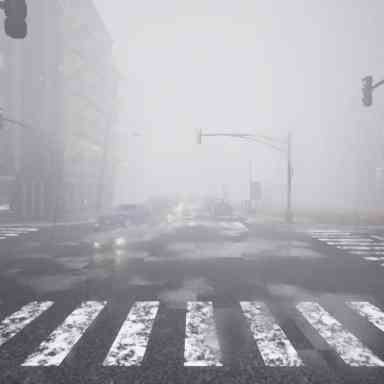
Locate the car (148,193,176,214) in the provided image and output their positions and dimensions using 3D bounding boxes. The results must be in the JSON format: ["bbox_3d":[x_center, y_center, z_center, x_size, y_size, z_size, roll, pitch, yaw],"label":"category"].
[{"bbox_3d":[-3.078,1.321,35.169,2.097,1.767,4.553,0,0,0],"label":"car"}]

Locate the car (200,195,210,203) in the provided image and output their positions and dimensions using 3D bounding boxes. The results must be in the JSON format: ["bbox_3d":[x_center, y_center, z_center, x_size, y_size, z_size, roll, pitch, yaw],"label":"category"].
[{"bbox_3d":[2.683,1.353,69.490,1.967,1.590,4.097,-1,0,0],"label":"car"}]

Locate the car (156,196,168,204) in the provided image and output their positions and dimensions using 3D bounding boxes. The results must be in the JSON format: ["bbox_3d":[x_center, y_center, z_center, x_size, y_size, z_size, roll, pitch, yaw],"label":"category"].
[{"bbox_3d":[-5.672,1.470,63.814,1.887,1.381,4.507,-1,0,0],"label":"car"}]

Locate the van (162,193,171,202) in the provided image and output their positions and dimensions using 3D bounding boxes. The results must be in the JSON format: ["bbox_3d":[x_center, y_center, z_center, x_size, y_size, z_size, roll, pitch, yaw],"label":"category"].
[{"bbox_3d":[-5.670,1.242,75.108,1.690,1.788,3.998,-1,0,0],"label":"van"}]

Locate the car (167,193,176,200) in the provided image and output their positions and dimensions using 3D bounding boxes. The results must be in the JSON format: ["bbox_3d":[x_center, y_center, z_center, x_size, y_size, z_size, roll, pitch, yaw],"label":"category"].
[{"bbox_3d":[-5.662,1.173,92.047,2.192,1.841,5.009,-1,0,0],"label":"car"}]

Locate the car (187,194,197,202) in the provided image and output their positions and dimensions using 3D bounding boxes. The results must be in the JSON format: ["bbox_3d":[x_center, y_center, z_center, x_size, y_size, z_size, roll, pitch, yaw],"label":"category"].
[{"bbox_3d":[0.061,1.264,70.995,2.097,1.767,4.553,0,0,0],"label":"car"}]

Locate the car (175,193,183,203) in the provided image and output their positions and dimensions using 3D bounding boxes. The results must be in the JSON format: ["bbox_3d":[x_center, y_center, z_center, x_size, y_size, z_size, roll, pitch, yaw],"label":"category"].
[{"bbox_3d":[-2.971,1.151,65.043,2.150,2.045,5.566,0,0,0],"label":"car"}]

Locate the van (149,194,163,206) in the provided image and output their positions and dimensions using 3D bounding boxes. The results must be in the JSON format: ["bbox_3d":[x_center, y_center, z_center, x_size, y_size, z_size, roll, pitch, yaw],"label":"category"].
[{"bbox_3d":[-5.680,1.286,52.523,1.690,1.788,3.998,-1,0,0],"label":"van"}]

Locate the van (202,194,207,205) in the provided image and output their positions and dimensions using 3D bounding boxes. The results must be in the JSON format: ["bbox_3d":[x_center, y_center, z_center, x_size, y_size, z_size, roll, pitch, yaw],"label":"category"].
[{"bbox_3d":[2.665,1.295,46.906,1.690,1.788,3.998,-1,0,0],"label":"van"}]

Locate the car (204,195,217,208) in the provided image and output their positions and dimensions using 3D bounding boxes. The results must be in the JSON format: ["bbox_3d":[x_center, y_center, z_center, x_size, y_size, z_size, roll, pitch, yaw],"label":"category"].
[{"bbox_3d":[2.661,1.410,35.614,1.967,1.590,4.097,-1,0,0],"label":"car"}]

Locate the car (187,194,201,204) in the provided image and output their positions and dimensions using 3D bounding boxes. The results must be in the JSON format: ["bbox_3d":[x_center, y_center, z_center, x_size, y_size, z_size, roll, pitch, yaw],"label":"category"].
[{"bbox_3d":[0.129,1.479,60.369,2.033,1.411,5.357,0,0,0],"label":"car"}]

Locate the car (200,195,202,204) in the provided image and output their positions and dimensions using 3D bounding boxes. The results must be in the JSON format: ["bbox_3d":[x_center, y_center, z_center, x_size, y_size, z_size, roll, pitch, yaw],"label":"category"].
[{"bbox_3d":[2.670,1.490,52.552,1.887,1.381,4.507,-1,0,0],"label":"car"}]

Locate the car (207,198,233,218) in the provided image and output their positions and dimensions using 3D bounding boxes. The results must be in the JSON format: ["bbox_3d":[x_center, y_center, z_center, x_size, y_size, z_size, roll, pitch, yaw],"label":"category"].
[{"bbox_3d":[2.660,1.522,29.969,1.887,1.381,4.507,-1,0,0],"label":"car"}]

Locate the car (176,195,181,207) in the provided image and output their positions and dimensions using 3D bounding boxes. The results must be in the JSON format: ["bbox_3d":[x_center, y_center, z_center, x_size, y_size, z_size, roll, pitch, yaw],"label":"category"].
[{"bbox_3d":[-3.064,1.515,48.884,1.994,1.385,4.181,0,0,0],"label":"car"}]

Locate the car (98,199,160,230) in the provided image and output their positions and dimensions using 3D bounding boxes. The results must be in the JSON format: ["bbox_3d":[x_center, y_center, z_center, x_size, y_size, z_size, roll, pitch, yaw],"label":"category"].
[{"bbox_3d":[-4.104,1.464,21.449,1.882,1.535,5.008,1,0,17],"label":"car"}]

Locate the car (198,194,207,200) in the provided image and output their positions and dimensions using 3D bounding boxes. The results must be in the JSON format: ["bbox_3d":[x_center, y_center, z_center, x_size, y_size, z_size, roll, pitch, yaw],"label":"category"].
[{"bbox_3d":[2.721,1.313,86.427,1.967,1.590,4.097,-1,0,0],"label":"car"}]
